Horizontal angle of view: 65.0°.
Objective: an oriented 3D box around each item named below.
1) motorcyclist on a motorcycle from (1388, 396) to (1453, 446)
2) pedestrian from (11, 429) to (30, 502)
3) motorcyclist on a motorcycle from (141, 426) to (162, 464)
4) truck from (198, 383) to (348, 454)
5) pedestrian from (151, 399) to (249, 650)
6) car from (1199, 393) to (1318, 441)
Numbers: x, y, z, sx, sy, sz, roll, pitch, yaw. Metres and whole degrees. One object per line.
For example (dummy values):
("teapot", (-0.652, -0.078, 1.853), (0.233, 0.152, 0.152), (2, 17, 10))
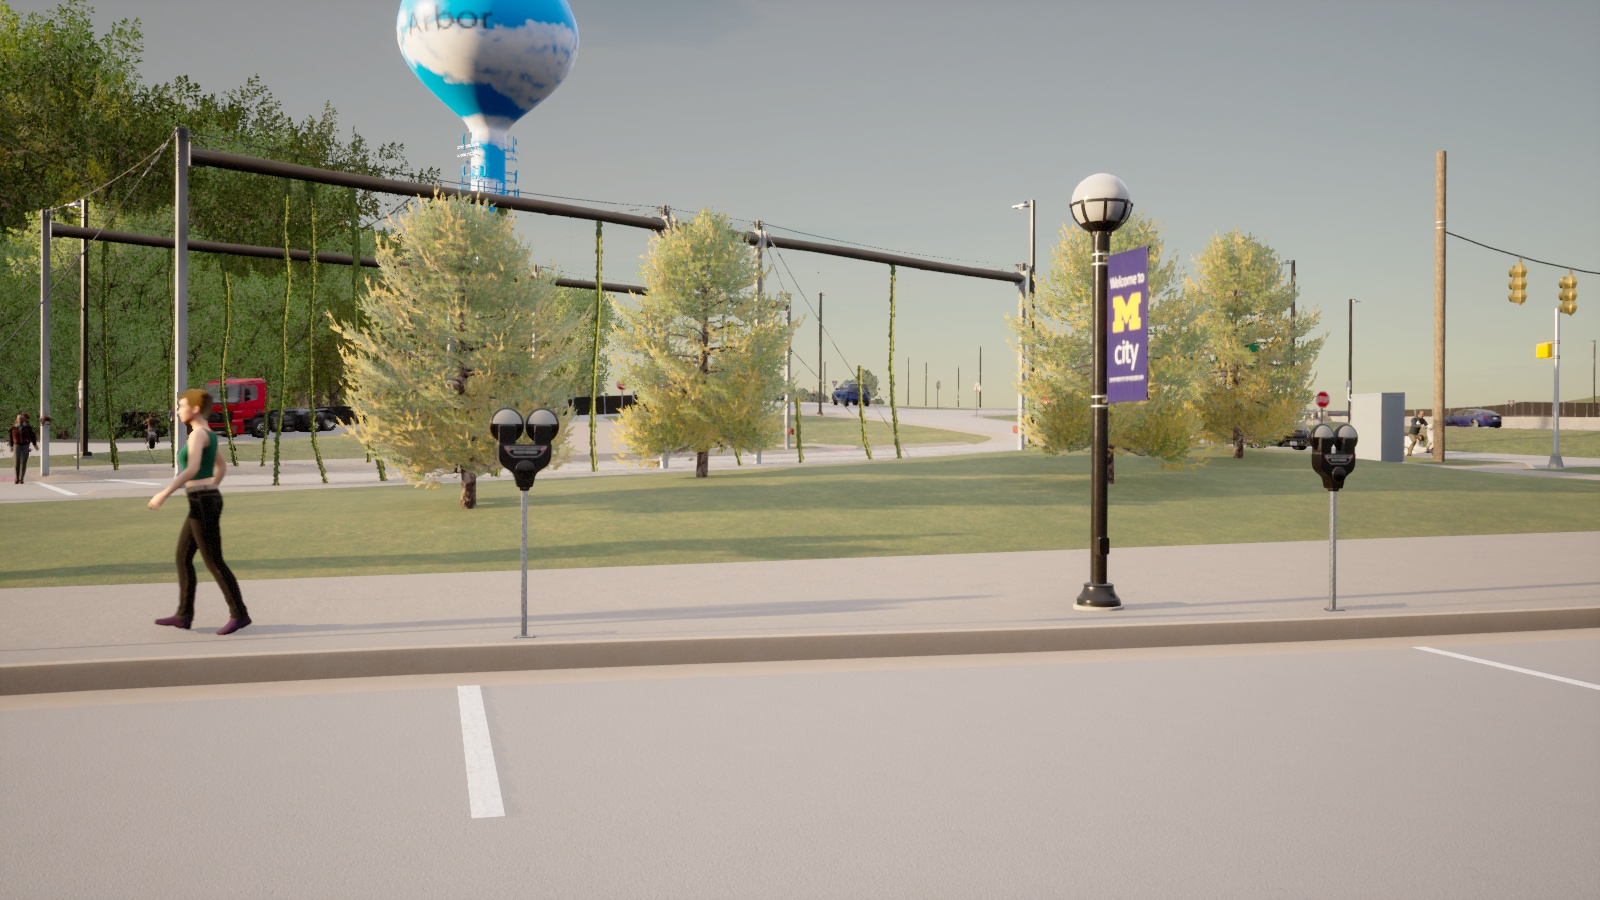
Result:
("motorcyclist on a motorcycle", (20.240, -0.942, 40.988), (0.866, 1.590, 1.817), (-1, 2, -19))
("pedestrian", (-20.148, 0.392, 32.471), (0.376, 1.854, 0.720), (-1, 0, -31))
("motorcyclist on a motorcycle", (-28.933, -0.241, 56.071), (0.766, 1.649, 2.350), (-2, 2, -27))
("truck", (-30.589, -1.941, 73.307), (2.891, 3.462, 7.936), (-1, 5, 25))
("pedestrian", (-4.508, 0.542, 9.452), (0.594, 1.836, 0.345), (-1, 0, -18))
("car", (17.805, -1.287, 49.000), (2.097, 1.767, 4.553), (-1, 2, -15))
